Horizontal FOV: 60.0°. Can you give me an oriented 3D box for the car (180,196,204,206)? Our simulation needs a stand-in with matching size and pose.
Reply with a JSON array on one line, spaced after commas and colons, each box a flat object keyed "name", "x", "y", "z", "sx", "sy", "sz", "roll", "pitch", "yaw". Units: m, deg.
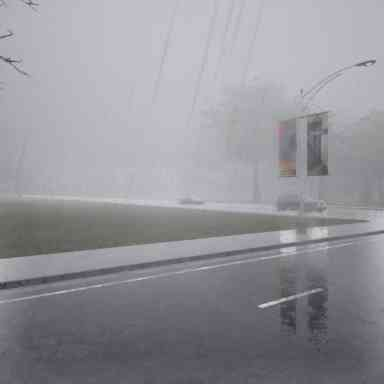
[{"name": "car", "x": -0.031, "y": 1.406, "z": 52.641, "sx": 1.882, "sy": 1.535, "sz": 5.008, "roll": 0, "pitch": 0, "yaw": -36}]

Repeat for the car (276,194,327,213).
[{"name": "car", "x": 11.818, "y": 1.212, "z": 36.387, "sx": 2.150, "sy": 2.045, "sz": 5.566, "roll": 0, "pitch": 0, "yaw": -36}]
